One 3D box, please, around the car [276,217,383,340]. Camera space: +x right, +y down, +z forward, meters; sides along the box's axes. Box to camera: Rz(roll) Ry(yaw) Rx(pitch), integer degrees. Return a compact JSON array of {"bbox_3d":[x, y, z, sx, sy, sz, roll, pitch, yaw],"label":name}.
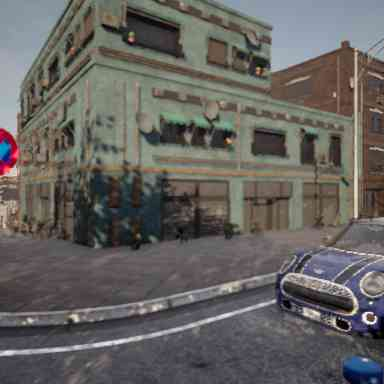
[{"bbox_3d":[3.764,1.313,6.440,4.553,1.767,2.097,0,0,-33],"label":"car"}]
